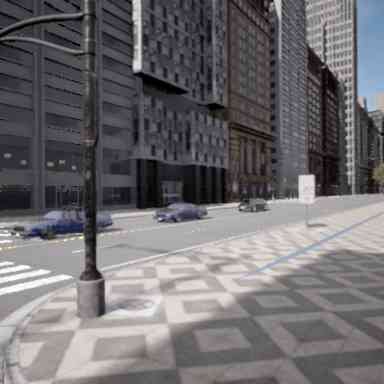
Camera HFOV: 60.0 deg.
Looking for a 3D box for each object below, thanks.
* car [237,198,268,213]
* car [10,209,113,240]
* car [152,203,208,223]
[{"bbox_3d":[6.808,1.454,37.070,1.837,1.490,4.892,-1,0,36],"label":"car"},{"bbox_3d":[-6.841,1.647,18.204,2.033,1.411,5.357,-1,0,36],"label":"car"},{"bbox_3d":[-0.794,1.582,26.572,2.033,1.411,5.357,-1,0,36],"label":"car"}]
